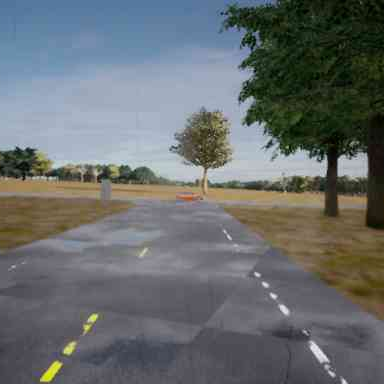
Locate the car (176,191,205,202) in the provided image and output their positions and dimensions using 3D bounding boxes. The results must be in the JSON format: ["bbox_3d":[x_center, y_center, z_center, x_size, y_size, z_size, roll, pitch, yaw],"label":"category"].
[{"bbox_3d":[-0.174,0.702,52.313,4.553,1.767,2.097,1,1,1],"label":"car"}]
